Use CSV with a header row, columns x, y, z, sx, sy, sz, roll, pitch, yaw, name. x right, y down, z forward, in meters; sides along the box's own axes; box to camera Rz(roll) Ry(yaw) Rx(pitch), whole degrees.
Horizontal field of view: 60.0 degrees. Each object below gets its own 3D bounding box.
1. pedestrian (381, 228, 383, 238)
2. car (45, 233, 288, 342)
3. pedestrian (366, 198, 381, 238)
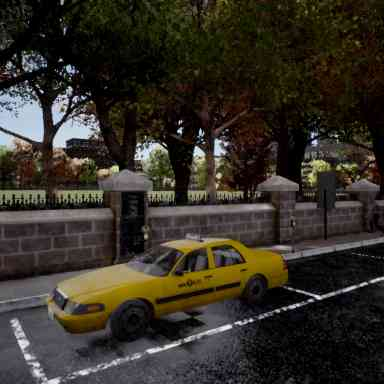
x,y,z,sx,sy,sz,roll,pitch,yaw,name
8.871,1.294,14.889,0.375,1.860,0.375,0,0,-36,pedestrian
-0.180,1.525,6.440,4.829,1.417,1.752,0,0,-36,car
8.834,1.141,16.106,0.375,1.860,0.375,0,0,-36,pedestrian
